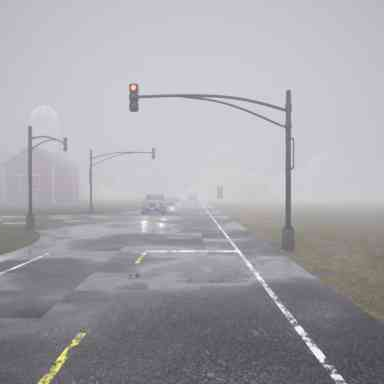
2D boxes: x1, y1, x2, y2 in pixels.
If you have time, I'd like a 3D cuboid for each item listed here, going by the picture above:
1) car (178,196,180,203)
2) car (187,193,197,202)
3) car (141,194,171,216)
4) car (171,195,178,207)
[{"bbox_3d":[-3.452,1.406,68.028,1.882,1.535,5.008,0,0,0],"label":"car"},{"bbox_3d":[0.066,1.134,74.756,2.150,2.045,5.566,0,0,0],"label":"car"},{"bbox_3d":[-3.566,1.195,32.364,2.150,2.045,5.566,0,-1,0],"label":"car"},{"bbox_3d":[-3.552,1.522,49.569,1.994,1.385,4.181,0,0,0],"label":"car"}]
